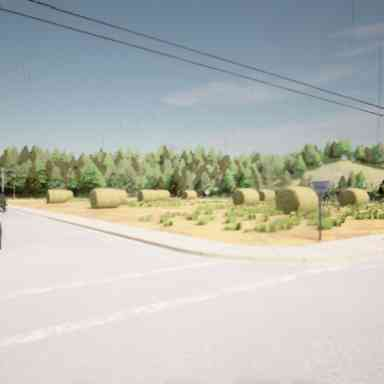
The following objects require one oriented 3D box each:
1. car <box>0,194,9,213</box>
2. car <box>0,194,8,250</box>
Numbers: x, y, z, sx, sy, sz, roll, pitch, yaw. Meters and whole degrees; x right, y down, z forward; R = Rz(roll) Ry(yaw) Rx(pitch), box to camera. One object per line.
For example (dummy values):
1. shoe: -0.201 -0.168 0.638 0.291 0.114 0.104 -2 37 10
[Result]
1. car: -22.426 1.249 37.786 2.150 2.045 5.566 0 -1 -36
2. car: -9.309 1.219 13.720 2.150 2.045 5.566 0 0 -36
